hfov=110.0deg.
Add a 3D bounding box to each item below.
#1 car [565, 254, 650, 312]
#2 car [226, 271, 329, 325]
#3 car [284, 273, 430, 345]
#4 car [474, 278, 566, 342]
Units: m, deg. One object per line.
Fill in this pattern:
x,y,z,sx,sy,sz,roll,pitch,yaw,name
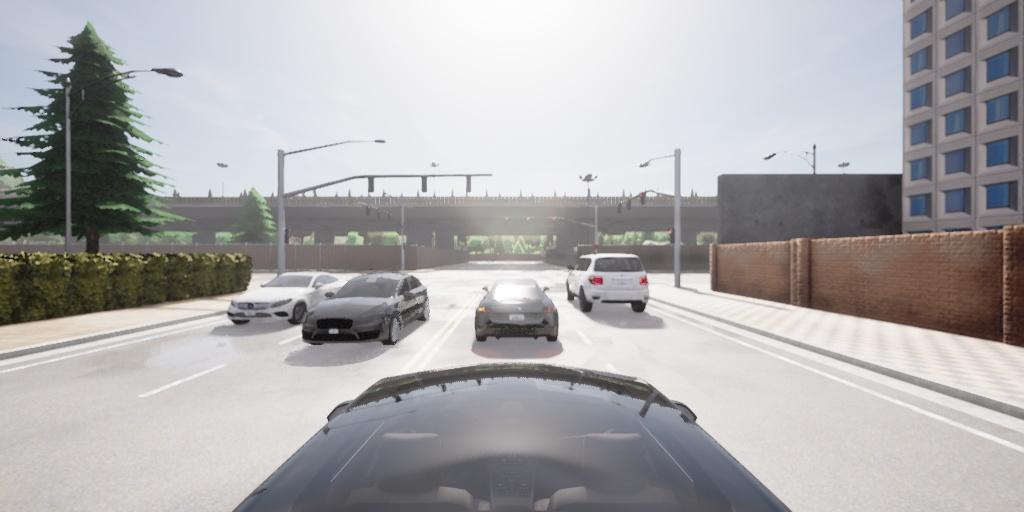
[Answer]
3.511,0.948,14.113,2.150,2.045,5.566,0,0,0,car
-6.991,1.256,11.893,1.812,1.442,4.674,0,0,0,car
-3.517,1.240,9.534,1.837,1.490,4.892,0,0,0,car
0.107,1.298,9.774,1.994,1.385,4.181,0,0,0,car
